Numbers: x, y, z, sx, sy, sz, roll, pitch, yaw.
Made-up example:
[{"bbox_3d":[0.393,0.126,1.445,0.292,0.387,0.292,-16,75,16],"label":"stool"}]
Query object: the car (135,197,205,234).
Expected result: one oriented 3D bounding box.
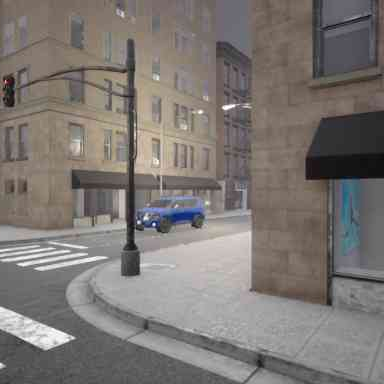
[{"bbox_3d":[-1.326,1.327,20.517,2.150,2.045,5.566,0,0,35],"label":"car"}]
